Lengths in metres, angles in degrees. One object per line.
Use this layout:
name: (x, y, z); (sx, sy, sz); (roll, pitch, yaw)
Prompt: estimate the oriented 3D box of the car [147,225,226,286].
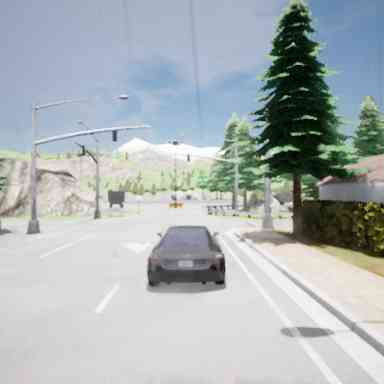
car: (-0.121, 1.634, 9.716); (1.994, 1.385, 4.181); (-1, 0, 0)
